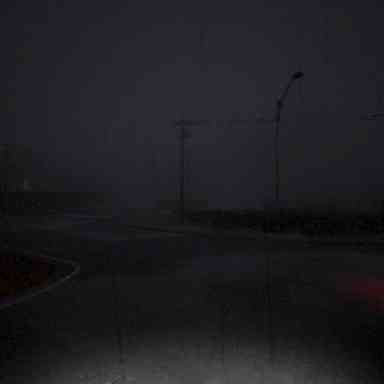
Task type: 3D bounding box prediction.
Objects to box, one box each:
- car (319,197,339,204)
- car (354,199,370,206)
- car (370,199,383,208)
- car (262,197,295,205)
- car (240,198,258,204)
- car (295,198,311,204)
[{"bbox_3d":[26.941,1.917,65.444,3.866,1.878,1.905,1,0,-1],"label":"car"},{"bbox_3d":[34.485,2.050,66.656,2.128,1.511,4.902,1,0,-2],"label":"car"},{"bbox_3d":[31.325,2.197,53.576,1.895,1.301,4.718,1,0,-1],"label":"car"},{"bbox_3d":[13.930,1.723,54.947,4.605,1.855,1.932,1,0,-1],"label":"car"},{"bbox_3d":[13.222,2.032,77.415,3.905,1.438,1.784,1,0,-1],"label":"car"},{"bbox_3d":[26.056,2.164,78.908,4.193,1.474,1.816,1,0,-1],"label":"car"}]
